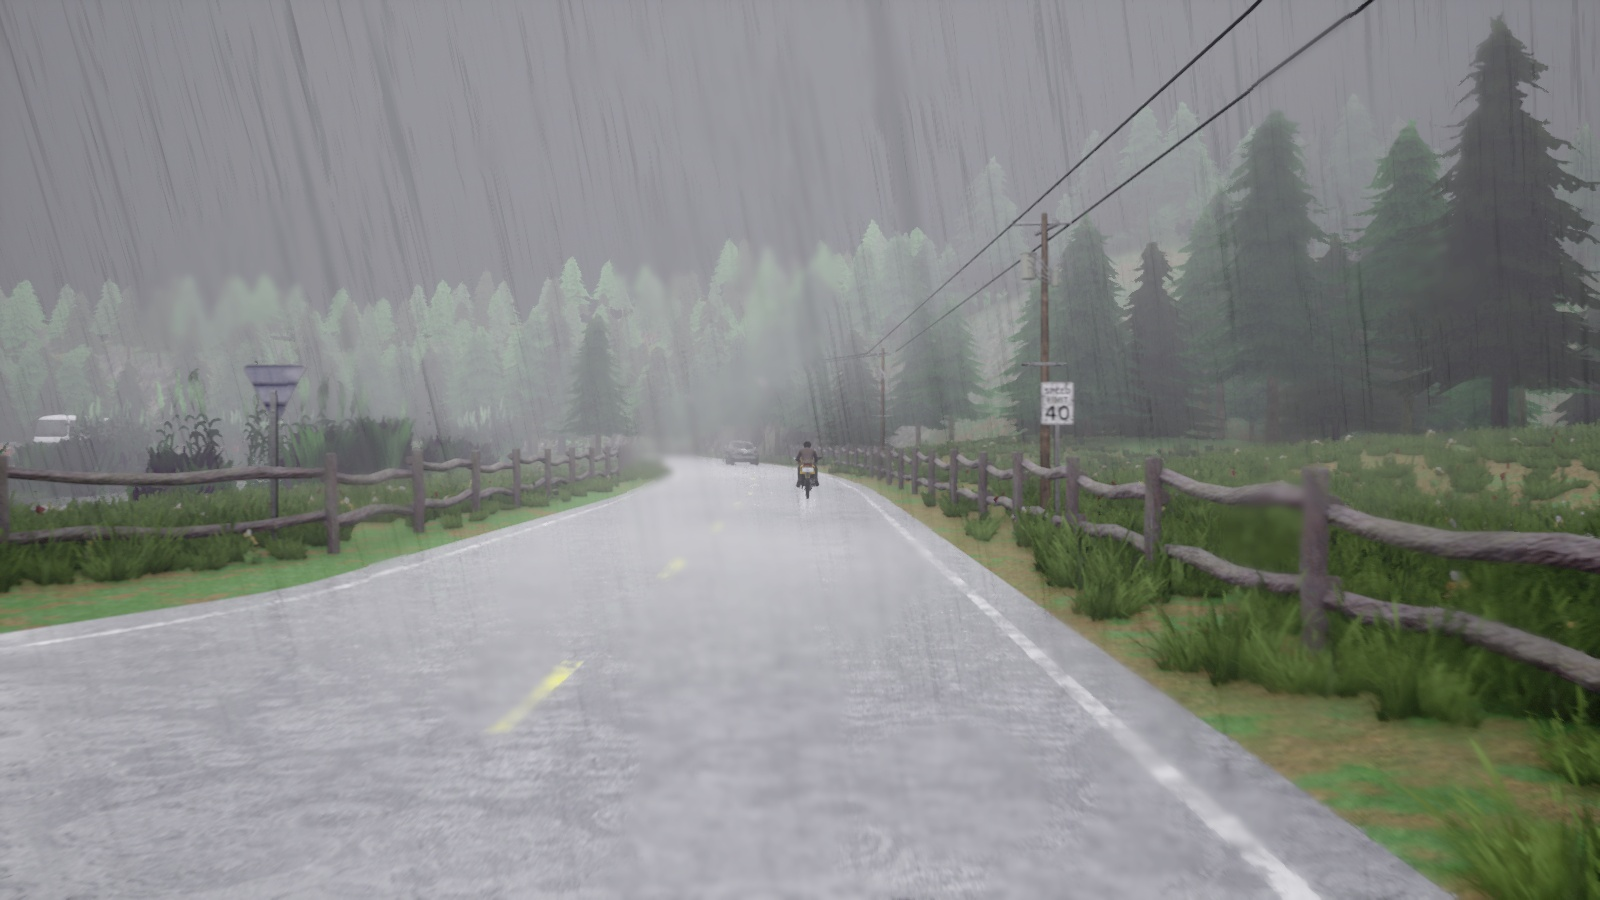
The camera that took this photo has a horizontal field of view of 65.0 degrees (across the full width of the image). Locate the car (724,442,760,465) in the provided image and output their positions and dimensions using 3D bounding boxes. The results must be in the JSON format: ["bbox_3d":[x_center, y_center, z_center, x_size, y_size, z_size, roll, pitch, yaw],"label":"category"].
[{"bbox_3d":[-3.907,0.206,84.272,1.970,1.475,3.806,0,0,-9],"label":"car"}]

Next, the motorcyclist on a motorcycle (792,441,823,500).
[{"bbox_3d":[0.193,0.528,33.530,0.797,1.523,2.044,0,0,0],"label":"motorcyclist on a motorcycle"}]
